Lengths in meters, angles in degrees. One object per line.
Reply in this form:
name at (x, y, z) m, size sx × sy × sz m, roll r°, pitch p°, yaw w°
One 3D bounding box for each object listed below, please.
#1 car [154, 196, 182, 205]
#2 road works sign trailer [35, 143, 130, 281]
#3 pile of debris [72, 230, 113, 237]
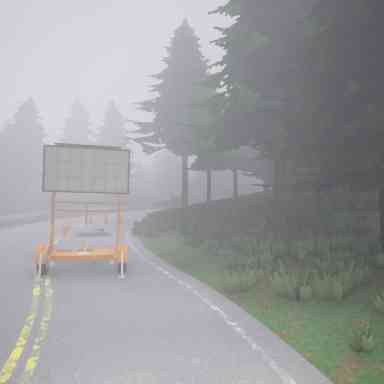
car at (-2.718, 1.210, 40.543) m, size 1.882 × 1.535 × 5.008 m, roll -3°, pitch -1°, yaw 30°
road works sign trailer at (-3.089, 0.425, 9.784) m, size 2.380 × 3.560 × 2.880 m, roll 2°, pitch 0°, yaw -15°
pile of debris at (-4.923, 2.059, 16.575) m, size 1.860 × 0.140 × 1.500 m, roll 1°, pitch 1°, yaw -14°
